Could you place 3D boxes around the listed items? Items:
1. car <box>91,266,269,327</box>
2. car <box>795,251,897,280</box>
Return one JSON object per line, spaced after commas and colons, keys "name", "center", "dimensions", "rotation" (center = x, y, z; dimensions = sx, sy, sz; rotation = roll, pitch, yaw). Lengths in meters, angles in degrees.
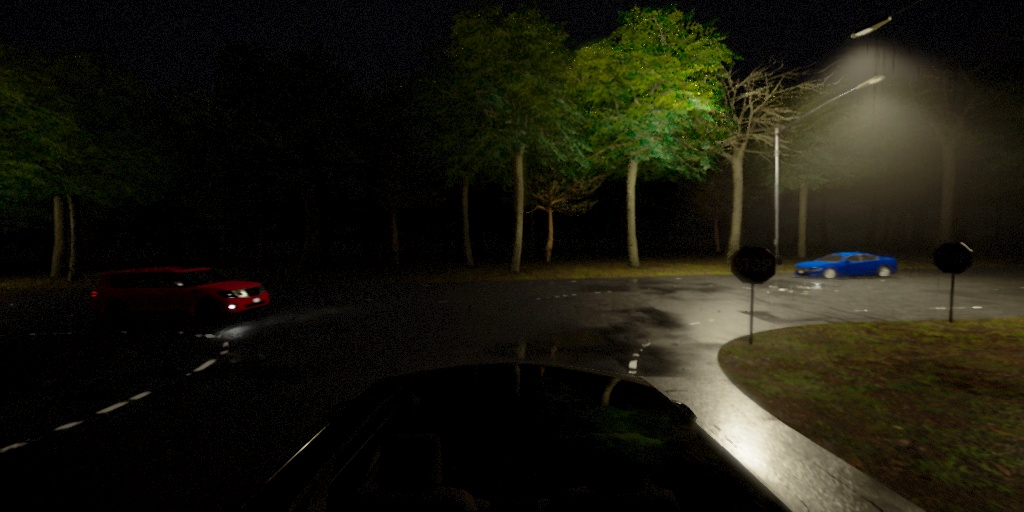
{"name": "car", "center": [-12.664, 1.444, 13.841], "dimensions": [5.566, 2.045, 2.150], "rotation": [-2, 3, 0]}
{"name": "car", "center": [19.443, 0.541, 21.009], "dimensions": [5.008, 1.535, 1.882], "rotation": [-3, 3, 0]}
